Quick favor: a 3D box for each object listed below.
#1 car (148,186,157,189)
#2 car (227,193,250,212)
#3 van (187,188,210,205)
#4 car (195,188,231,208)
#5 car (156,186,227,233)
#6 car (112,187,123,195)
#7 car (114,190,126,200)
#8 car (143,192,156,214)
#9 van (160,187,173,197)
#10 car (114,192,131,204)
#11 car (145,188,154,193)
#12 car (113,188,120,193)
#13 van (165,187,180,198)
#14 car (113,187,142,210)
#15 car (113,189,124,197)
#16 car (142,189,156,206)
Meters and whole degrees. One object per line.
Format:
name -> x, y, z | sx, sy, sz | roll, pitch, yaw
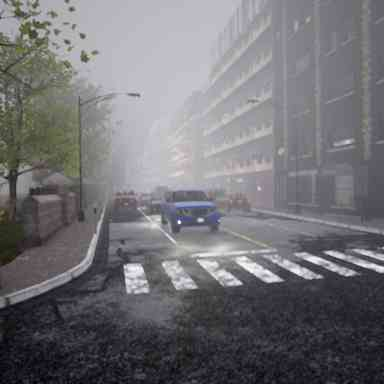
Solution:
car -> -4.750, 0.091, 49.406 | 2.150, 2.045, 5.566 | -1, 1, -13
car -> 3.242, 0.754, 27.451 | 1.967, 1.590, 4.097 | 0, 1, -14
van -> 0.646, 0.422, 38.184 | 1.690, 1.788, 3.998 | 0, 1, -14
car -> 1.944, 0.513, 32.816 | 2.192, 1.841, 5.009 | 0, 1, -14
car -> -0.272, 0.828, 17.272 | 2.150, 2.045, 5.566 | -1, 1, -14
car -> -16.584, -0.274, 73.790 | 2.192, 1.841, 5.009 | 0, 1, -14
car -> -11.354, 0.406, 52.160 | 1.752, 1.417, 4.829 | 0, 1, -14
car -> -2.517, 0.968, 26.585 | 1.994, 1.385, 4.181 | -1, 1, -14
van -> -4.546, -0.044, 59.654 | 1.690, 1.788, 3.998 | 0, 1, -14
car -> -8.798, 0.676, 41.591 | 1.947, 1.339, 4.313 | 0, 1, -14
car -> -11.037, -0.402, 86.496 | 1.947, 1.339, 4.313 | 0, 1, -14
car -> -20.479, -0.373, 89.898 | 1.947, 1.339, 4.313 | 0, 1, -14
van -> -3.248, 0.073, 54.287 | 1.690, 1.788, 3.998 | 0, 1, -14
car -> -6.200, 0.658, 30.850 | 2.192, 1.841, 5.009 | 0, 1, -14
car -> -13.990, 0.194, 63.060 | 2.008, 1.369, 4.403 | 0, 1, -14
car -> -4.862, 0.740, 36.301 | 2.033, 1.411, 5.357 | -1, 1, -14
